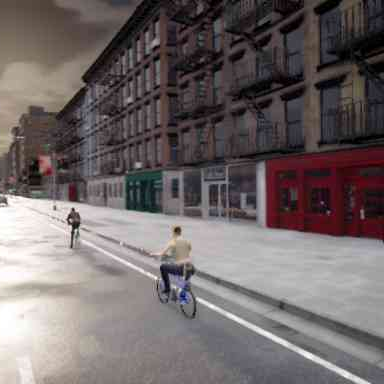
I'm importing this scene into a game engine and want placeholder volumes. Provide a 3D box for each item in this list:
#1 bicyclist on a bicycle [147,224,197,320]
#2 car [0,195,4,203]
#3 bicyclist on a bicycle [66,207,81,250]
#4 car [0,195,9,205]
[{"bbox_3d":[-0.334,1.392,6.141,0.866,1.612,1.509,-1,0,-32],"label":"bicyclist on a bicycle"},{"bbox_3d":[-41.268,1.478,70.582,2.128,1.511,4.902,-1,1,-32],"label":"car"},{"bbox_3d":[-4.617,1.412,13.019,0.582,1.620,1.656,-1,0,-32],"label":"bicyclist on a bicycle"},{"bbox_3d":[-32.518,1.313,56.615,2.097,1.767,4.553,-1,1,-32],"label":"car"}]
